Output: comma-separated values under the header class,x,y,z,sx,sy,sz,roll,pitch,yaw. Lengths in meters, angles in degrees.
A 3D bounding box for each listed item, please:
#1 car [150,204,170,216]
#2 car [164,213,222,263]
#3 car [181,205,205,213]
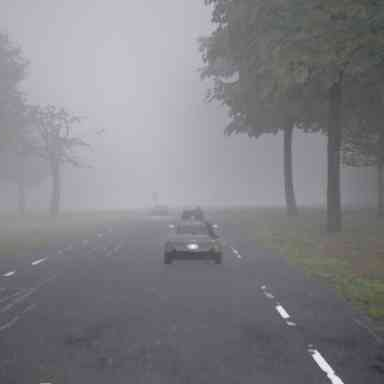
class,x,y,z,sx,sy,sz,roll,pitch,yaw
car,-3.594,2.050,38.196,1.994,1.385,4.181,0,-1,-1
car,0.052,1.714,12.529,1.994,1.385,4.181,0,-1,1
car,0.062,1.830,28.564,1.882,1.535,5.008,0,0,0
